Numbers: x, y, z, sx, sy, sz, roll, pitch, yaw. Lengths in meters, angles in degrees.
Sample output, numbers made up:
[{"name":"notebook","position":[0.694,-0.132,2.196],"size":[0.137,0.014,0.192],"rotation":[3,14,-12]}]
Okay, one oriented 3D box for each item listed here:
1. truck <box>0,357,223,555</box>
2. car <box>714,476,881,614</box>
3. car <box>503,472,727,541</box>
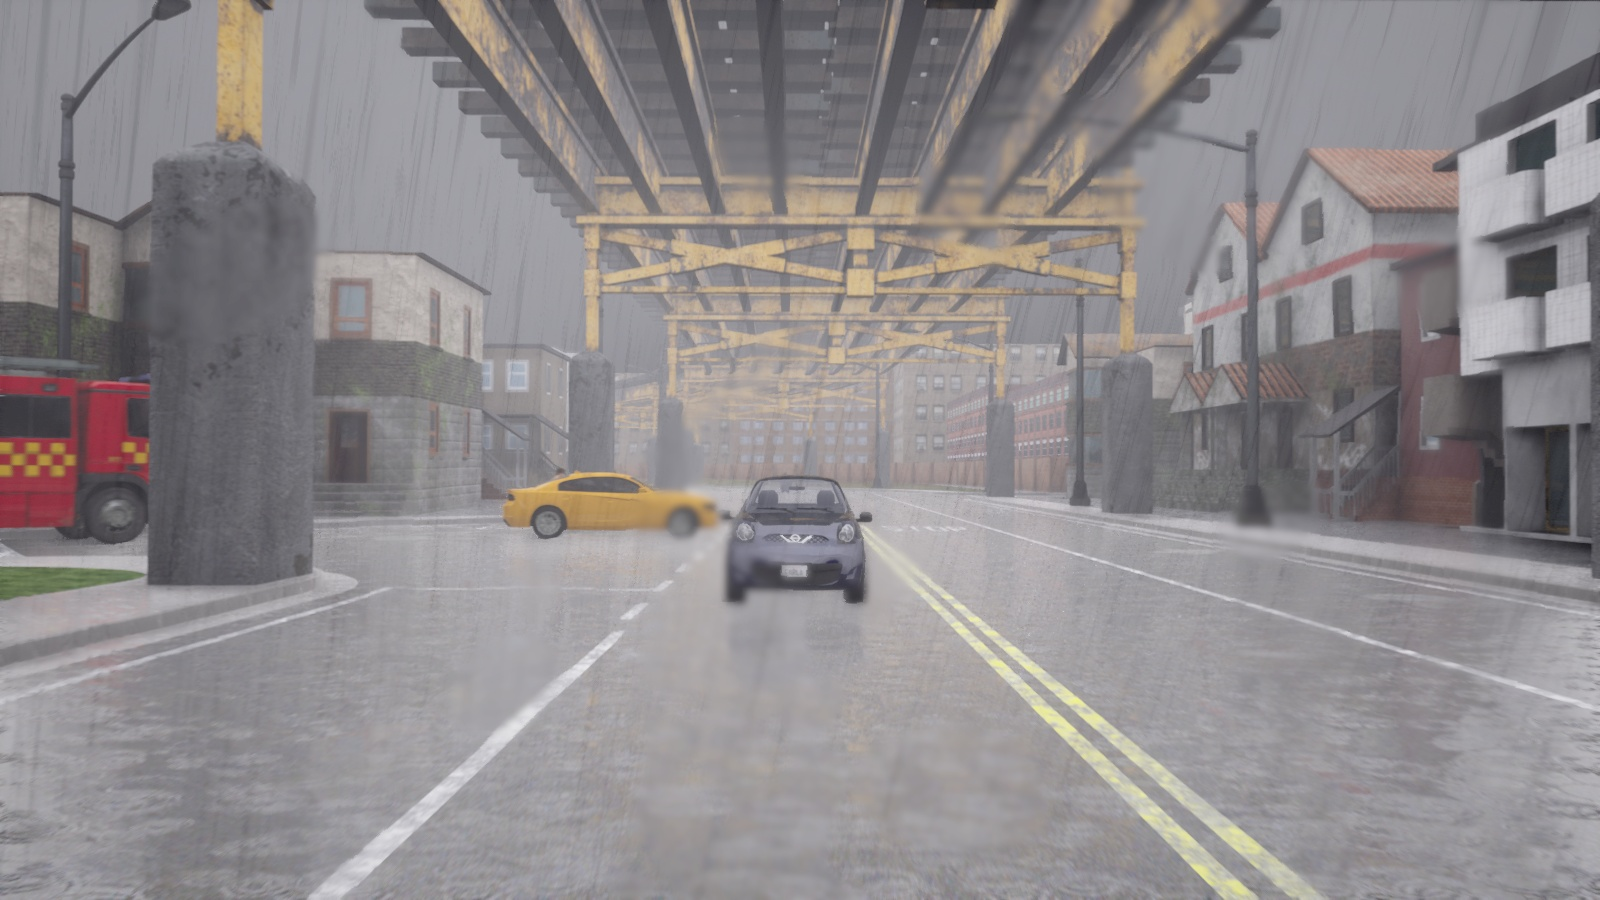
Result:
[{"name":"truck","position":[-16.514,0.136,25.205],"size":[8.468,3.827,2.891],"rotation":[1,-1,-45]},{"name":"car","position":[-0.032,1.091,15.763],"size":[1.845,1.501,3.633],"rotation":[0,-1,0]},{"name":"car","position":[-4.291,1.299,29.399],"size":[5.008,1.535,1.882],"rotation":[0,-1,-7]}]
